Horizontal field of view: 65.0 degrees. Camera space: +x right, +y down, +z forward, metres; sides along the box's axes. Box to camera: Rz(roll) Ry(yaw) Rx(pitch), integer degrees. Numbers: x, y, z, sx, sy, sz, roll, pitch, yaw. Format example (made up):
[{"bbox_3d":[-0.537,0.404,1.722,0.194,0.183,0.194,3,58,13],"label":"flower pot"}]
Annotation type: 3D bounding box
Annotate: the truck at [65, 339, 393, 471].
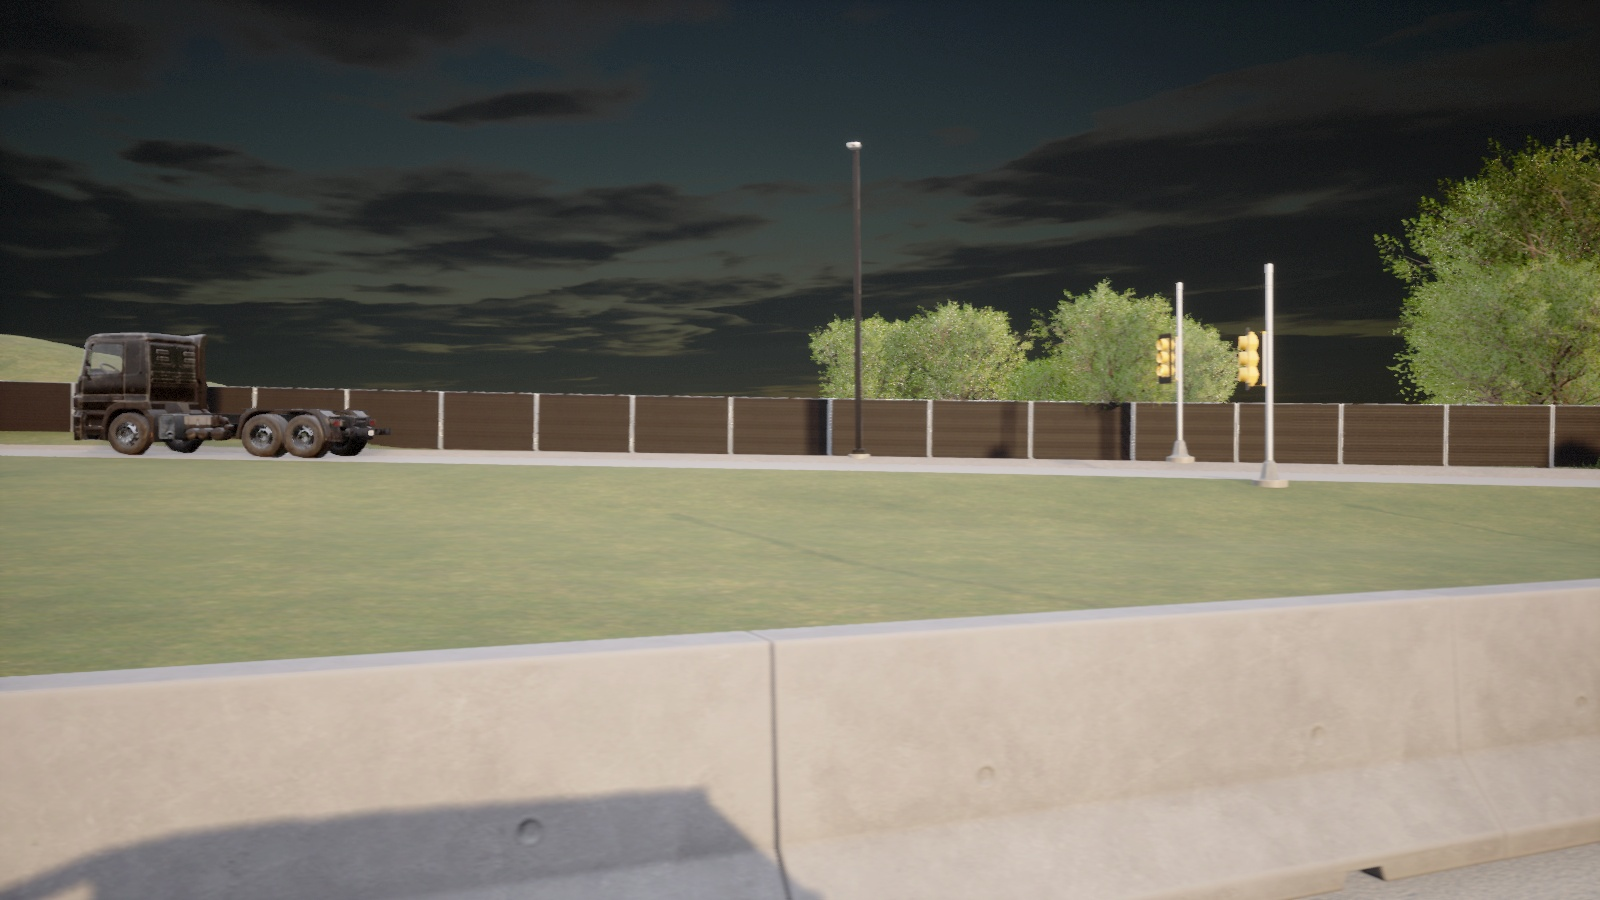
[{"bbox_3d":[-15.849,-1.227,35.144,7.936,3.462,2.891,0,2,6],"label":"truck"}]
